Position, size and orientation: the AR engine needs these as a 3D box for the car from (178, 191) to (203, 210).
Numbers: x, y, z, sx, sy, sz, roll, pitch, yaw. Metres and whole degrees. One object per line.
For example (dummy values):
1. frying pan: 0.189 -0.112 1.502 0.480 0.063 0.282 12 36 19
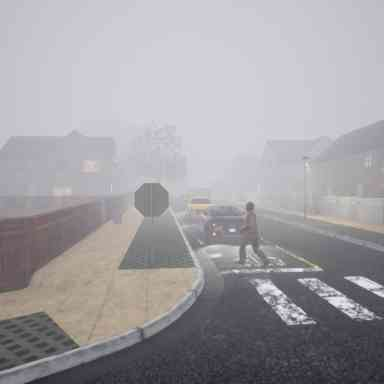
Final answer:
1. car: -0.444 0.936 34.081 2.128 1.511 4.902 0 1 -5

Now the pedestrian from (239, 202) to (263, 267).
1. pedestrian: 1.642 1.131 9.239 0.375 1.860 0.375 2 -2 -5

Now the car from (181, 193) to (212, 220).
1. car: 0.542 1.077 23.832 1.882 1.535 5.008 0 1 -6

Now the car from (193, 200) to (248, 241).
1. car: 1.397 1.301 15.070 1.994 1.385 4.181 0 1 -6

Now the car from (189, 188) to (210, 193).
1. car: 1.334 0.483 46.148 2.150 2.045 5.566 0 1 -6
